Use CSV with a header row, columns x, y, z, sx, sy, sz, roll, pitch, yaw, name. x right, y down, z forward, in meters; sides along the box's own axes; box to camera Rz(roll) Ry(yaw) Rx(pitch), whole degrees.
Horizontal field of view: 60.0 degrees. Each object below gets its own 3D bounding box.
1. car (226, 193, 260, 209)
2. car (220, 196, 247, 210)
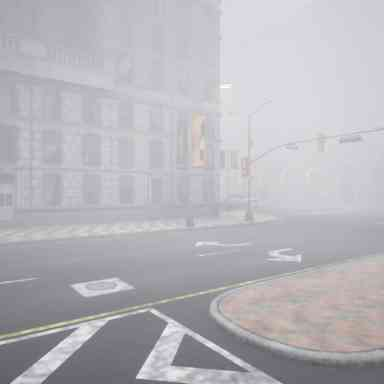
x,y,z,sx,sy,sz,roll,pitch,yaw,name
6.866,1.221,46.370,2.150,2.045,5.566,0,0,-37,car
4.695,1.564,43.405,1.994,1.385,4.181,0,0,-36,car
